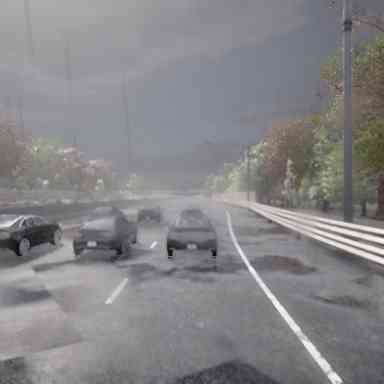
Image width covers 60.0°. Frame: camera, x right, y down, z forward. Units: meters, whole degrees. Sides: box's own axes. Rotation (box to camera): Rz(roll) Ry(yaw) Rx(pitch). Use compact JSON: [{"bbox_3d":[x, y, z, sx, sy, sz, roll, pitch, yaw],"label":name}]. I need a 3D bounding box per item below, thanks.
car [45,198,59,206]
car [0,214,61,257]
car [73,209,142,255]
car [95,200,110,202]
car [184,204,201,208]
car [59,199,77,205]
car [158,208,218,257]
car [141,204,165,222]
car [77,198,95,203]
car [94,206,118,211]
[{"bbox_3d":[-27.989,2.109,67.436,2.097,1.767,4.553,0,-1,0],"label":"car"},{"bbox_3d":[-6.974,1.634,13.504,2.128,1.511,4.902,0,0,1],"label":"car"},{"bbox_3d":[-3.469,1.671,13.898,1.812,1.442,4.674,0,0,1],"label":"car"},{"bbox_3d":[-17.489,2.278,67.402,1.812,1.442,4.674,0,-1,0],"label":"car"},{"bbox_3d":[0.029,1.810,28.502,1.837,1.490,4.892,0,0,1],"label":"car"},{"bbox_3d":[-24.489,2.279,67.403,2.128,1.511,4.902,0,-1,0],"label":"car"},{"bbox_3d":[0.026,1.634,13.504,2.128,1.511,4.902,0,0,1],"label":"car"},{"bbox_3d":[-3.471,1.810,28.522,1.837,1.490,4.892,0,0,1],"label":"car"},{"bbox_3d":[-20.989,2.109,67.435,2.097,1.767,4.553,0,-1,0],"label":"car"},{"bbox_3d":[-6.983,1.840,27.541,2.033,1.411,5.357,0,-1,0],"label":"car"}]
